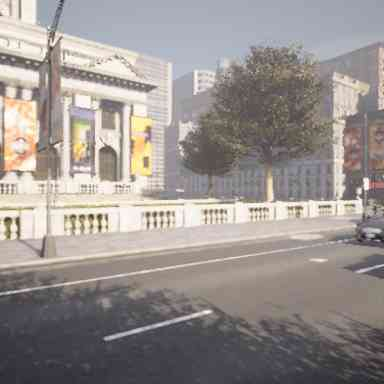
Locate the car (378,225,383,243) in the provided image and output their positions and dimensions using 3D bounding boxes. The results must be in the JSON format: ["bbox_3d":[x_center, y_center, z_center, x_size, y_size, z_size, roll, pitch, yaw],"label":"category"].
[{"bbox_3d":[7.378,1.598,9.252,4.718,1.301,1.895,0,0,-35],"label":"car"}]

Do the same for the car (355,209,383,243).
[{"bbox_3d":[9.195,1.487,14.837,4.902,1.511,2.128,0,0,-35],"label":"car"}]
